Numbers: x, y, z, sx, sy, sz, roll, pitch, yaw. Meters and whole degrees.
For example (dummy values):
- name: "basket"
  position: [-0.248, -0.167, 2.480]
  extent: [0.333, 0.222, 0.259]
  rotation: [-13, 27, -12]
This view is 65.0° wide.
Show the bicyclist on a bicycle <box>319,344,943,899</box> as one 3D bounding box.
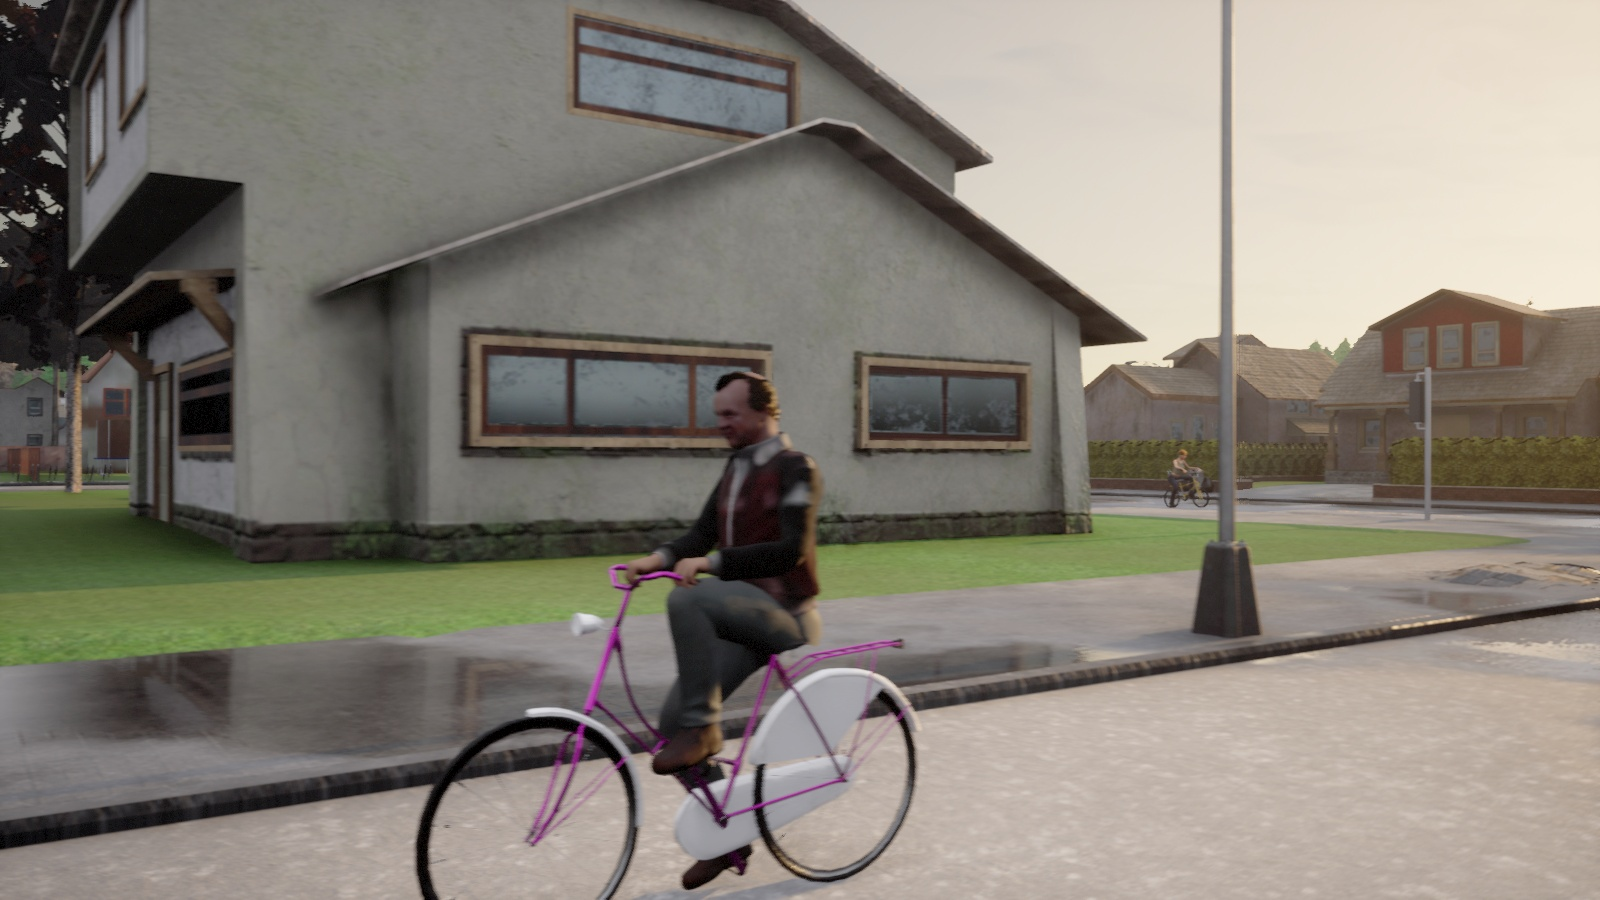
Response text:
- name: "bicyclist on a bicycle"
  position: [-0.467, 0.626, 3.946]
  extent: [1.843, 1.776, 0.659]
  rotation: [0, 0, -35]

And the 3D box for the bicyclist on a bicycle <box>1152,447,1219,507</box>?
- name: "bicyclist on a bicycle"
  position: [10.517, 0.742, 34.307]
  extent: [0.866, 1.612, 1.509]
  rotation: [0, -2, -35]
